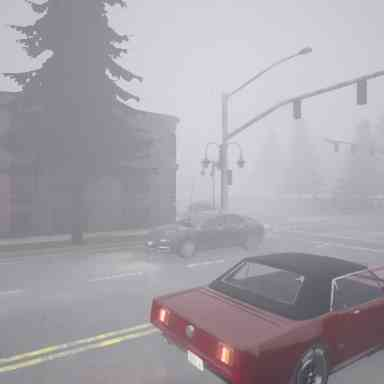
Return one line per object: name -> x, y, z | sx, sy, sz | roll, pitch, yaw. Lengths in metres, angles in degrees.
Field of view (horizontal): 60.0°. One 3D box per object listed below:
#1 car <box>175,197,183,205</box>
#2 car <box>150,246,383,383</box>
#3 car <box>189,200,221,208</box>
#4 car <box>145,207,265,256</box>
car -> -3.420, 1.526, 60.039 | 1.812, 1.442, 4.674 | 0, 0, -33
car -> 1.881, 1.601, 4.976 | 4.718, 1.301, 1.895 | 0, 0, -34
car -> 1.636, 1.547, 32.933 | 2.033, 1.411, 5.357 | 0, 0, -33
car -> 0.607, 1.505, 12.652 | 4.892, 1.490, 1.837 | 0, 0, -33
